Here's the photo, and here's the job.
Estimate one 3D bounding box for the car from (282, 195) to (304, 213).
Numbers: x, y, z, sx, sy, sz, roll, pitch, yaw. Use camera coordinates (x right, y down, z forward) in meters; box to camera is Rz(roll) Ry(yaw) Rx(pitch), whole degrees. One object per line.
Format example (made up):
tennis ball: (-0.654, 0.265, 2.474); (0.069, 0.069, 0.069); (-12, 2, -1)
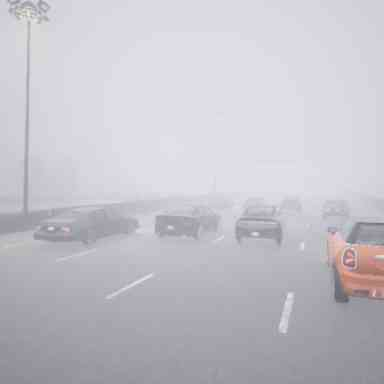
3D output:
car: (9.459, 1.065, 31.337); (2.128, 1.511, 4.902); (0, 1, 21)

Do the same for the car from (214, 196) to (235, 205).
car: (3.131, 1.074, 34.400); (1.994, 1.385, 4.181); (0, 1, 21)

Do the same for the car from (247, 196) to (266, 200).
car: (6.374, 1.101, 33.079); (1.994, 1.385, 4.181); (0, 1, 21)

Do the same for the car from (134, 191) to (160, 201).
car: (-6.112, 0.665, 49.923); (2.128, 1.511, 4.902); (0, 1, 21)

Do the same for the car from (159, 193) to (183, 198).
car: (-2.606, 0.815, 49.287); (1.895, 1.301, 4.718); (0, 2, 21)

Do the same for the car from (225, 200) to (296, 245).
car: (3.226, 1.334, 14.718); (2.128, 1.511, 4.902); (0, 1, 21)

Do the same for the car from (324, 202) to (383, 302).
car: (4.384, 1.286, 7.835); (2.097, 1.767, 4.553); (0, 1, 21)

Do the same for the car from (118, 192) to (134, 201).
car: (-9.150, 0.717, 51.771); (1.994, 1.385, 4.181); (0, 2, 21)

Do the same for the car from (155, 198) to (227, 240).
car: (-0.014, 1.293, 16.043); (1.882, 1.535, 5.008); (0, 1, 21)

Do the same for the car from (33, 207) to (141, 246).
car: (-4.300, 1.371, 14.585); (2.033, 1.411, 5.357); (0, 1, 21)

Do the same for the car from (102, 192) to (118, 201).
car: (-12.427, 0.691, 53.000); (1.994, 1.385, 4.181); (0, 2, 21)

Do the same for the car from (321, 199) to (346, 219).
car: (10.854, 1.241, 25.091); (2.033, 1.411, 5.357); (0, 1, 21)
